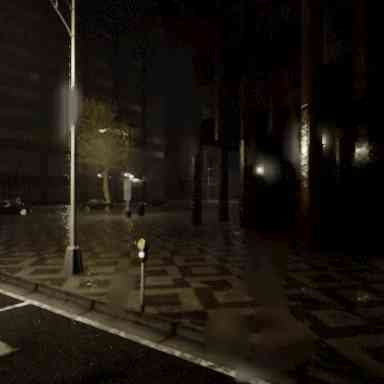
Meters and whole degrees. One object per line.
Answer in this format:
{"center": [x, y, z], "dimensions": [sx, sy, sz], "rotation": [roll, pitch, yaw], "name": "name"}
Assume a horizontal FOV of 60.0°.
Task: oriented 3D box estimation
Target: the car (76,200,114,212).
{"center": [-11.322, 1.561, 38.085], "dimensions": [1.895, 1.301, 4.718], "rotation": [0, 0, 35], "name": "car"}

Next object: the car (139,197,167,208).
{"center": [-5.377, 1.464, 46.451], "dimensions": [1.812, 1.442, 4.674], "rotation": [0, 0, 35], "name": "car"}

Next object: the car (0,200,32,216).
{"center": [-17.056, 1.486, 30.006], "dimensions": [1.837, 1.490, 4.892], "rotation": [0, 0, 35], "name": "car"}
